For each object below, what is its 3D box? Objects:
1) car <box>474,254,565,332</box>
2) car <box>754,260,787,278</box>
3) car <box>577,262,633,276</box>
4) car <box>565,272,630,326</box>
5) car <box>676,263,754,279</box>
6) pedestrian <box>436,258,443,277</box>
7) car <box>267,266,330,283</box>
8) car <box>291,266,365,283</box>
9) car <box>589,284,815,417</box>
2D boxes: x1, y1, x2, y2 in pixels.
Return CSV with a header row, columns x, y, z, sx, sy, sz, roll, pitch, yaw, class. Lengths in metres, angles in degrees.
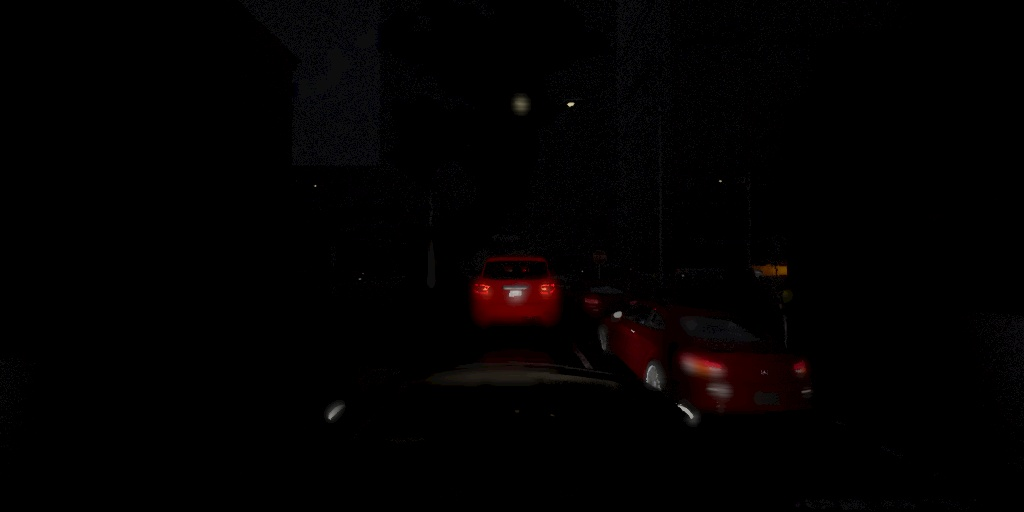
x,y,z,sx,sy,sz,roll,pitch,yaw,class
0.115,0.976,11.057,2.150,2.045,5.566,0,0,0,car
21.735,1.070,30.257,5.008,1.535,1.882,0,-1,0,car
7.819,1.238,30.341,4.674,1.442,1.812,0,-1,0,car
2.652,1.337,11.240,1.802,1.307,4.207,0,0,0,car
15.261,1.190,27.344,4.718,1.301,1.895,0,-1,0,car
-6.775,1.051,33.338,0.375,1.860,0.375,0,-1,0,pedestrian
-18.079,1.552,30.482,4.181,1.385,1.994,-1,-1,0,car
-13.864,1.477,27.509,4.718,1.301,1.895,-1,-1,0,car
2.643,1.334,5.801,1.802,1.307,4.207,0,0,0,car
